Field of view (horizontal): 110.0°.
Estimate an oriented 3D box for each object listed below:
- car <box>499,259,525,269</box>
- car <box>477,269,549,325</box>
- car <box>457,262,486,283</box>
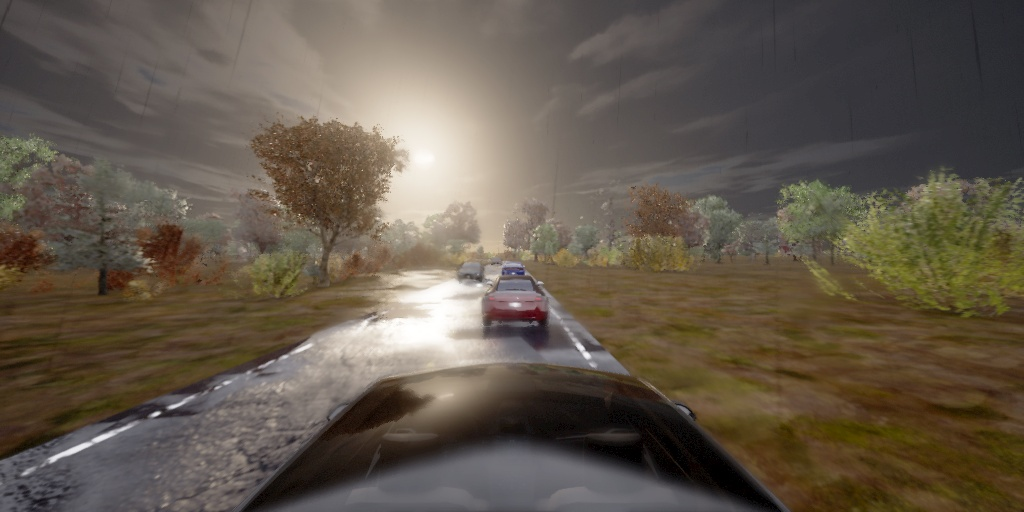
[{"bbox_3d":[0.099,1.216,30.549,1.882,1.535,5.008,0,0,0],"label":"car"},{"bbox_3d":[0.099,1.313,11.855,1.994,1.385,4.181,0,0,0],"label":"car"},{"bbox_3d":[-3.098,1.245,28.054,1.837,1.490,4.892,0,0,0],"label":"car"}]
